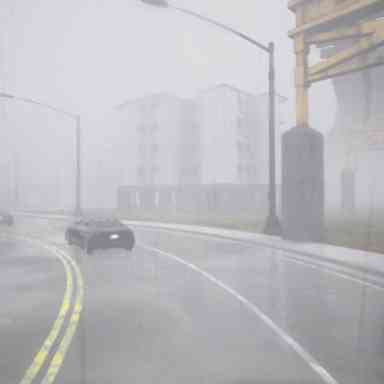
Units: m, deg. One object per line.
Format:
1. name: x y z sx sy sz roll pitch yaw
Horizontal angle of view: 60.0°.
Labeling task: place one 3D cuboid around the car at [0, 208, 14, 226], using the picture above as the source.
1. car: -15.279 1.858 25.274 4.181 1.385 1.994 -1 -1 40

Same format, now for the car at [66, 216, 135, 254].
1. car: -4.109 1.719 14.565 1.994 1.385 4.181 0 -1 -34
